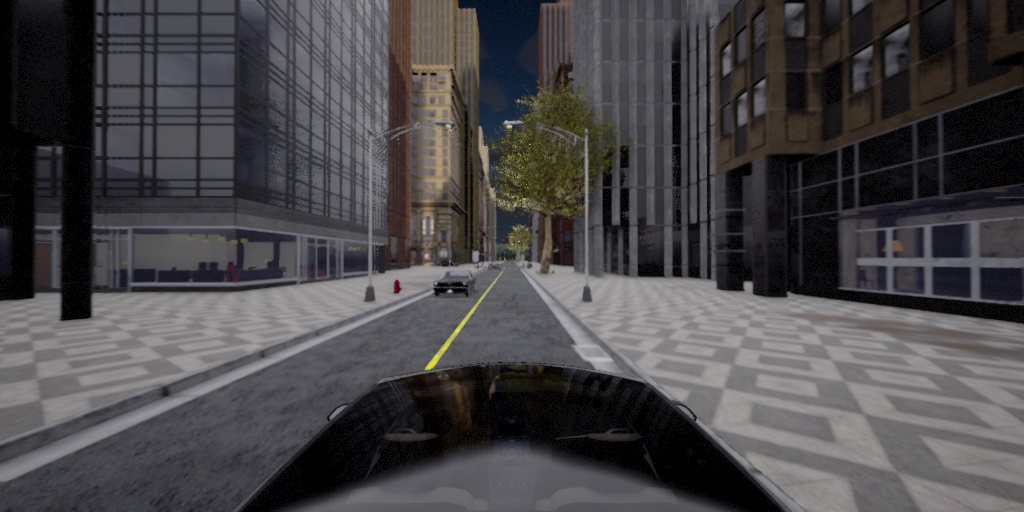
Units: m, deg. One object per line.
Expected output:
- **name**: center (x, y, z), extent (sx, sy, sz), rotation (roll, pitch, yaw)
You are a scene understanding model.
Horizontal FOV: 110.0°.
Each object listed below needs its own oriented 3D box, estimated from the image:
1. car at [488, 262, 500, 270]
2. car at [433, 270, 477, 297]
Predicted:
- **car**: center (-3.025, 1.756, 61.347), extent (1.994, 1.385, 4.181), rotation (0, 0, 1)
- **car**: center (-3.094, 1.475, 20.124), extent (1.895, 1.301, 4.718), rotation (0, 0, 0)
